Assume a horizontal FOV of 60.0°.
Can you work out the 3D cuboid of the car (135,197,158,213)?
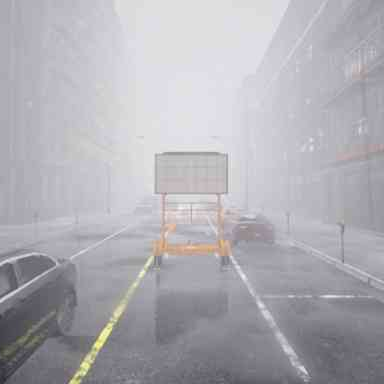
[{"bbox_3d":[-5.313,1.589,37.360,1.752,1.417,4.829,2,0,0],"label":"car"}]

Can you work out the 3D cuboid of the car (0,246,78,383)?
[{"bbox_3d":[-2.850,1.494,3.811,2.128,1.511,4.902,0,0,0],"label":"car"}]

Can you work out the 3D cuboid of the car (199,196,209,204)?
[{"bbox_3d":[2.559,1.617,70.656,1.967,1.590,4.097,1,0,0],"label":"car"}]

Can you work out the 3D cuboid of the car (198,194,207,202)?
[{"bbox_3d":[2.514,1.542,81.718,2.192,1.841,5.009,1,0,0],"label":"car"}]

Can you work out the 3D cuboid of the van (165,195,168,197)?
[{"bbox_3d":[-5.317,1.453,54.120,1.690,1.788,3.998,2,0,0],"label":"van"}]

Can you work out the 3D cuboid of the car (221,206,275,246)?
[{"bbox_3d":[2.578,1.562,15.348,1.887,1.381,4.507,1,0,0],"label":"car"}]

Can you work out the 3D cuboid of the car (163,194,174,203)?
[{"bbox_3d":[-5.329,1.517,76.243,2.192,1.841,5.009,1,0,0],"label":"car"}]

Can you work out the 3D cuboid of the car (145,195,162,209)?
[{"bbox_3d":[-5.311,1.393,43.062,2.192,1.841,5.009,2,0,0],"label":"car"}]

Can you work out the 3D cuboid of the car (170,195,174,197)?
[{"bbox_3d":[-5.326,1.493,70.713,2.192,1.841,5.009,1,0,0],"label":"car"}]

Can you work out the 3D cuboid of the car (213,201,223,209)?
[{"bbox_3d":[2.575,1.551,21.050,1.752,1.417,4.829,1,0,0],"label":"car"}]

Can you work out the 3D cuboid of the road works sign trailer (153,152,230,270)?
[{"bbox_3d":[-0.017,0.474,11.018,2.380,3.560,2.880,0,0,0],"label":"road works sign trailer"}]

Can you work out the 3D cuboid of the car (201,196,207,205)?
[{"bbox_3d":[2.563,1.629,43.002,2.008,1.369,4.403,1,0,0],"label":"car"}]

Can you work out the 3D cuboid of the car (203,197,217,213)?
[{"bbox_3d":[2.566,1.608,37.470,1.887,1.381,4.507,1,0,0],"label":"car"}]

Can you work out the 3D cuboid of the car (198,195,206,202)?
[{"bbox_3d":[2.555,1.677,59.594,1.887,1.381,4.507,1,0,0],"label":"car"}]

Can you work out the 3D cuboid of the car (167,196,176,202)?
[{"bbox_3d":[-5.341,1.820,87.304,1.947,1.339,4.313,1,0,0],"label":"car"}]

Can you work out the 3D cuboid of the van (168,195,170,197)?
[{"bbox_3d":[-5.321,1.473,59.652,1.690,1.788,3.998,1,0,0],"label":"van"}]

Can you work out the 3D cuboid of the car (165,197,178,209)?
[{"bbox_3d":[-2.870,1.684,44.789,1.895,1.301,4.718,0,0,0],"label":"car"}]
